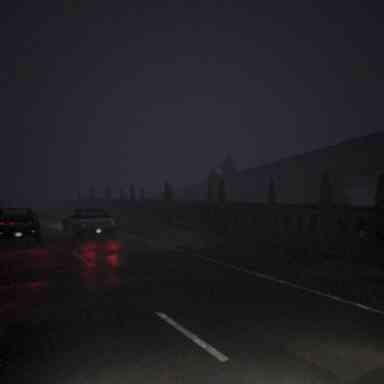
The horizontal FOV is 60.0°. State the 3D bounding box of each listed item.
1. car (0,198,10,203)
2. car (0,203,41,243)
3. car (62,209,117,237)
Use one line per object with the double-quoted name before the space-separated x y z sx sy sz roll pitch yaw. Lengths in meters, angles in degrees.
"car" -21.211 1.452 36.560 2.097 1.767 4.553 0 -1 -32
"car" -8.262 1.482 15.446 2.128 1.511 4.902 0 0 -32
"car" -5.662 1.576 17.901 1.895 1.301 4.718 0 0 -32
